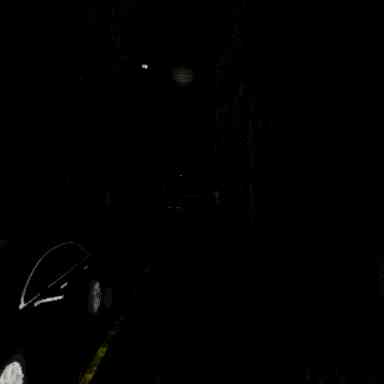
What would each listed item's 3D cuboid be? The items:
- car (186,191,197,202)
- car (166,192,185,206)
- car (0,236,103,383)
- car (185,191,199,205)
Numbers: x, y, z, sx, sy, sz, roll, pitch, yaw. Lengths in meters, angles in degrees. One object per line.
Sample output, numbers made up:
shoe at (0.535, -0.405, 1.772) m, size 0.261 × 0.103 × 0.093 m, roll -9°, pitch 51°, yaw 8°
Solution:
car at (-0.065, 0.841, 67.251) m, size 2.150 × 2.045 × 5.566 m, roll 0°, pitch 0°, yaw 0°
car at (-2.620, 0.947, 49.427) m, size 2.150 × 2.045 × 5.566 m, roll 0°, pitch 0°, yaw 0°
car at (-2.605, 1.477, 4.566) m, size 1.837 × 1.490 × 4.892 m, roll 0°, pitch 0°, yaw 0°
car at (-0.043, 0.936, 50.976) m, size 2.150 × 2.045 × 5.566 m, roll 0°, pitch 0°, yaw 0°
